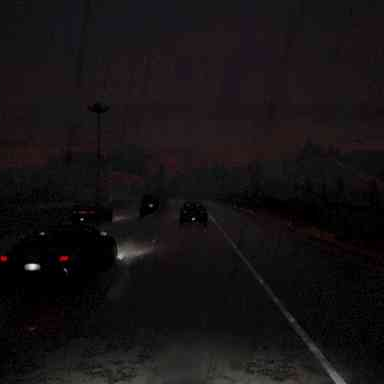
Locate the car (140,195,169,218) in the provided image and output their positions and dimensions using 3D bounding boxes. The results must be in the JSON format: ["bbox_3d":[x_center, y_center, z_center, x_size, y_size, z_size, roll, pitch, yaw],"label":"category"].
[{"bbox_3d":[-3.397,1.245,30.432,2.150,2.045,5.566,0,0,0],"label":"car"}]

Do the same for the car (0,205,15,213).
[{"bbox_3d":[-14.097,1.563,22.617,2.033,1.411,5.357,0,0,0],"label":"car"}]

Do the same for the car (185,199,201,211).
[{"bbox_3d":[0.104,1.644,42.647,1.895,1.301,4.718,0,0,0],"label":"car"}]

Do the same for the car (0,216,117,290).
[{"bbox_3d":[-3.399,1.570,9.099,1.994,1.385,4.181,0,0,0],"label":"car"}]

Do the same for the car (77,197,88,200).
[{"bbox_3d":[-20.998,1.699,63.472,1.895,1.301,4.718,0,0,0],"label":"car"}]

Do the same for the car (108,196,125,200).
[{"bbox_3d":[-14.008,1.599,63.694,2.128,1.511,4.902,0,0,0],"label":"car"}]

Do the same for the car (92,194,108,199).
[{"bbox_3d":[-17.501,1.321,63.541,2.150,2.045,5.566,0,0,0],"label":"car"}]

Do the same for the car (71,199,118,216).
[{"bbox_3d":[-6.898,1.507,23.324,2.128,1.511,4.902,0,0,0],"label":"car"}]

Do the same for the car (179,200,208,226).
[{"bbox_3d":[0.102,1.508,23.560,2.128,1.511,4.902,0,0,0],"label":"car"}]
